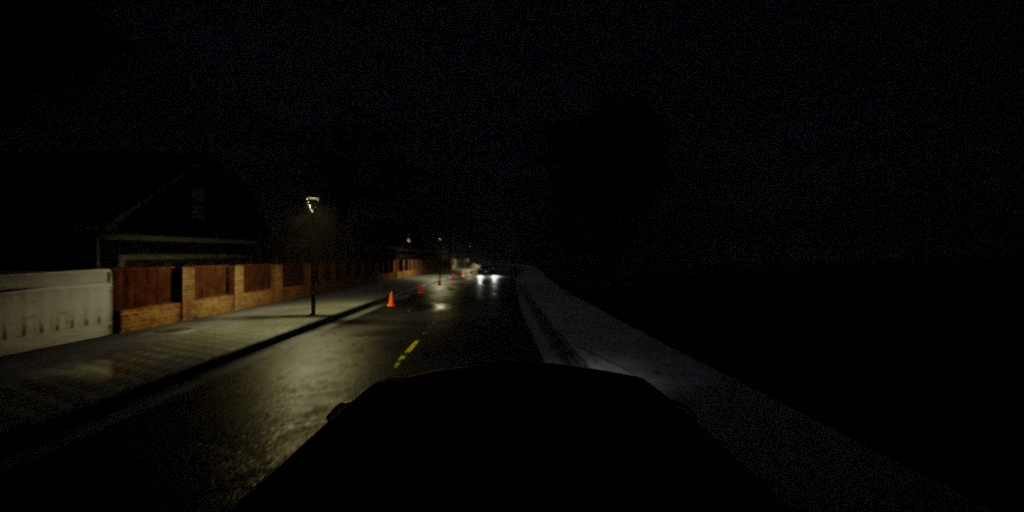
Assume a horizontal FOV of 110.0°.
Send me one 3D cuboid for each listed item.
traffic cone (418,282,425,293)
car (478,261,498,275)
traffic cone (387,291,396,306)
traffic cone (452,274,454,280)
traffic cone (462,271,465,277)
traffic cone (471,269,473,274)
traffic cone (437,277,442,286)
[{"bbox_3d":[-4.980,1.727,19.608,0.340,0.580,0.340,0,0,0],"label":"traffic cone"},{"bbox_3d":[-2.541,1.294,38.896,1.812,1.442,4.674,0,0,2],"label":"car"},{"bbox_3d":[-4.905,1.727,14.568,0.340,0.580,0.340,0,0,-1],"label":"traffic cone"},{"bbox_3d":[-4.884,1.727,29.688,0.340,0.580,0.340,0,0,1],"label":"traffic cone"},{"bbox_3d":[-4.713,1.727,34.726,0.340,0.580,0.340,0,0,2],"label":"traffic cone"},{"bbox_3d":[-4.461,1.730,39.755,0.340,0.580,0.340,0,0,3],"label":"traffic cone"},{"bbox_3d":[-4.973,1.727,24.649,0.340,0.580,0.340,0,0,1],"label":"traffic cone"}]
